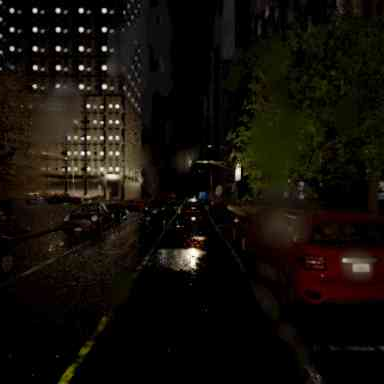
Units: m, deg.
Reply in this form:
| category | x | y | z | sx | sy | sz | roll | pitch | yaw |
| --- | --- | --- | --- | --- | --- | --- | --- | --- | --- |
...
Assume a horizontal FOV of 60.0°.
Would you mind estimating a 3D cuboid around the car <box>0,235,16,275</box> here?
| category | x | y | z | sx | sy | sz | roll | pitch | yaw |
| --- | --- | --- | --- | --- | --- | --- | --- | --- | --- |
| car | -5.698 | 1.542 | 7.654 | 1.802 | 1.307 | 4.206 | 0 | 0 | 0 |

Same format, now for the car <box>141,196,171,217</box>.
| category | x | y | z | sx | sy | sz | roll | pitch | yaw |
| --- | --- | --- | --- | --- | --- | --- | --- | --- | --- |
| car | -3.074 | 1.372 | 29.814 | 1.812 | 1.442 | 4.674 | 0 | 0 | 0 |

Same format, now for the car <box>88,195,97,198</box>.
| category | x | y | z | sx | sy | sz | roll | pitch | yaw |
| --- | --- | --- | --- | --- | --- | --- | --- | --- | --- |
| car | -18.550 | 1.208 | 57.616 | 4.403 | 1.369 | 2.008 | 0 | 1 | 1 |

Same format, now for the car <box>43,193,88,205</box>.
| category | x | y | z | sx | sy | sz | roll | pitch | yaw |
| --- | --- | --- | --- | --- | --- | --- | --- | --- | --- |
| car | -18.632 | 1.059 | 49.233 | 5.009 | 1.841 | 2.192 | 0 | 1 | 1 |

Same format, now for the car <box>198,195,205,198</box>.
| category | x | y | z | sx | sy | sz | roll | pitch | yaw |
| --- | --- | --- | --- | --- | --- | --- | --- | --- | --- |
| car | 0.083 | 1.368 | 37.680 | 1.994 | 1.385 | 4.181 | 0 | 0 | 0 |

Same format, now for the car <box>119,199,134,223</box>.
| category | x | y | z | sx | sy | sz | roll | pitch | yaw |
| --- | --- | --- | --- | --- | --- | --- | --- | --- | --- |
| car | -5.765 | 1.441 | 24.225 | 1.947 | 1.339 | 4.313 | 0 | 0 | 0 |

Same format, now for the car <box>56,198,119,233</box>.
| category | x | y | z | sx | sy | sz | roll | pitch | yaw |
| --- | --- | --- | --- | --- | --- | --- | --- | --- | --- |
| car | -5.705 | 1.344 | 18.701 | 1.967 | 1.590 | 4.097 | 0 | 0 | 0 |

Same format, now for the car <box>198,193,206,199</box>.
| category | x | y | z | sx | sy | sz | roll | pitch | yaw |
| --- | --- | --- | --- | --- | --- | --- | --- | --- | --- |
| car | 2.642 | 1.077 | 90.268 | 2.008 | 1.369 | 4.403 | 0 | 0 | 0 |

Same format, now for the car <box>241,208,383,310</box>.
| category | x | y | z | sx | sy | sz | roll | pitch | yaw |
| --- | --- | --- | --- | --- | --- | --- | --- | --- | --- |
| car | 2.680 | 1.274 | 7.660 | 2.192 | 1.841 | 5.009 | 0 | 0 | 0 |

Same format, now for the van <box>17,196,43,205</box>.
| category | x | y | z | sx | sy | sz | roll | pitch | yaw |
| --- | --- | --- | --- | --- | --- | --- | --- | --- | --- |
| van | -24.173 | 1.078 | 49.288 | 3.998 | 1.788 | 1.690 | 0 | 1 | 1 |

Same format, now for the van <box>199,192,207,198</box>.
| category | x | y | z | sx | sy | sz | roll | pitch | yaw |
| --- | --- | --- | --- | --- | --- | --- | --- | --- | --- |
| van | 2.647 | 0.929 | 78.873 | 1.690 | 1.788 | 3.998 | 0 | 0 | 0 |

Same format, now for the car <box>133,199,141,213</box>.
| category | x | y | z | sx | sy | sz | roll | pitch | yaw |
| --- | --- | --- | --- | --- | --- | --- | --- | --- | --- |
| car | -5.841 | 1.370 | 33.902 | 1.887 | 1.381 | 4.507 | 0 | 0 | 0 |

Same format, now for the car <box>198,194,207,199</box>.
| category | x | y | z | sx | sy | sz | roll | pitch | yaw |
| --- | --- | --- | --- | --- | --- | --- | --- | --- | --- |
| car | 2.645 | 1.108 | 84.571 | 2.008 | 1.369 | 4.403 | 0 | 0 | 0 |

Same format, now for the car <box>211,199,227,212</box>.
| category | x | y | z | sx | sy | sz | roll | pitch | yaw |
| --- | --- | --- | --- | --- | --- | --- | --- | --- | --- |
| car | 2.798 | 1.399 | 35.282 | 1.802 | 1.307 | 4.206 | 0 | 0 | 0 |

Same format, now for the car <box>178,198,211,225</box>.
| category | x | y | z | sx | sy | sz | roll | pitch | yaw |
| --- | --- | --- | --- | --- | --- | --- | --- | --- | --- |
| car | 0.088 | 1.385 | 22.989 | 1.837 | 1.490 | 4.892 | 0 | 0 | 0 |

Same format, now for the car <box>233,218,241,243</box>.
| category | x | y | z | sx | sy | sz | roll | pitch | yaw |
| --- | --- | --- | --- | --- | --- | --- | --- | --- | --- |
| car | 2.679 | 1.476 | 13.185 | 1.887 | 1.381 | 4.507 | 0 | 0 | 0 |
